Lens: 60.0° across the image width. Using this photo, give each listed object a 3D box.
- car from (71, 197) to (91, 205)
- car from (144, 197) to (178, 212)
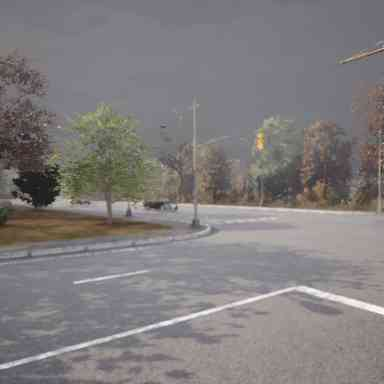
[{"bbox_3d":[-18.261,1.533,54.894,1.895,1.301,4.718,-1,0,-38],"label":"car"},{"bbox_3d":[-3.404,1.331,36.298,2.128,1.511,4.902,-1,1,-38],"label":"car"}]
